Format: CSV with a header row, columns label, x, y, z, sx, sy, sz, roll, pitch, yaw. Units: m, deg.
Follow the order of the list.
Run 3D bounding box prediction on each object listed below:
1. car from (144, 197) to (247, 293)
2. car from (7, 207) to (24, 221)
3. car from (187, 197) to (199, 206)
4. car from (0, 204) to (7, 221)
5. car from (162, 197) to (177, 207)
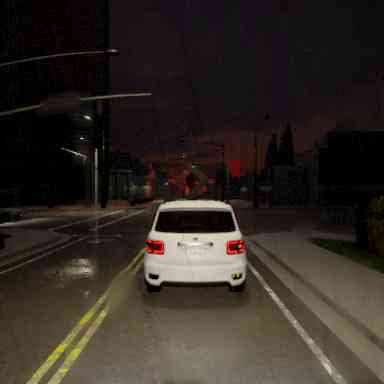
label,x,y,z,sx,sy,sz,roll,pitch,yaw
car,0.081,1.223,8.980,2.150,2.045,5.566,0,0,0
car,-16.446,1.634,27.488,4.674,1.442,1.812,-1,0,0
car,0.143,1.564,55.892,1.994,1.385,4.181,0,0,0
car,-16.781,1.657,23.966,5.357,1.411,2.033,-1,0,-3
car,-3.532,1.564,52.903,1.994,1.385,4.181,0,0,0
